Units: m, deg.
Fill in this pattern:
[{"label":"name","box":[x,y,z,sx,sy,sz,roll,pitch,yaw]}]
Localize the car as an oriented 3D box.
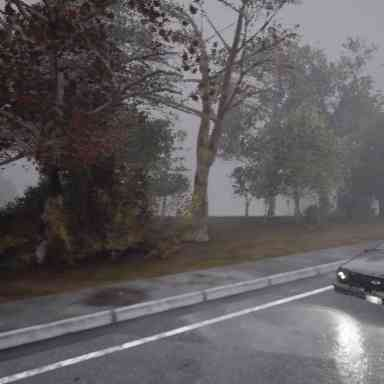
[{"label":"car","box":[5.480,1.581,7.604,5.357,1.411,2.033,0,0,-36]}]
